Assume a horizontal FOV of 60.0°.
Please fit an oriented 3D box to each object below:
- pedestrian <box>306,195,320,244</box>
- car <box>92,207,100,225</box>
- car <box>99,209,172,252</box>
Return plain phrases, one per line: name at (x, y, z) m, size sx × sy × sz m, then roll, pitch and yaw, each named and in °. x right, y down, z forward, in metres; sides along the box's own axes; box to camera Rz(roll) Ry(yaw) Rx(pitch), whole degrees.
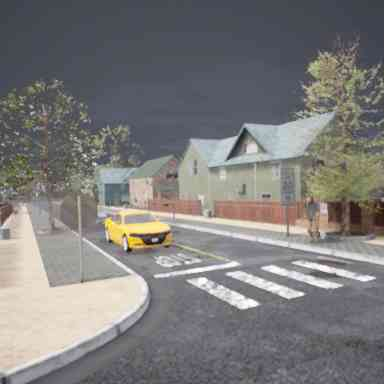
pedestrian at (4.441, 0.999, 12.284) m, size 0.375 × 1.860 × 0.375 m, roll -4°, pitch 2°, yaw -27°
car at (-7.529, 1.806, 24.749) m, size 1.812 × 1.442 × 4.674 m, roll -2°, pitch 0°, yaw -27°
car at (-2.538, 1.593, 14.879) m, size 1.882 × 1.535 × 5.008 m, roll -2°, pitch 0°, yaw -27°
